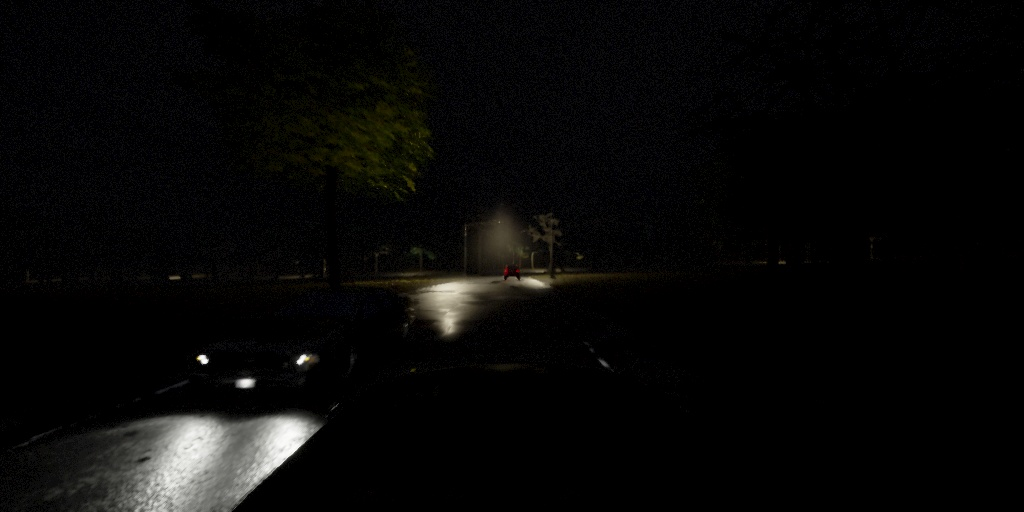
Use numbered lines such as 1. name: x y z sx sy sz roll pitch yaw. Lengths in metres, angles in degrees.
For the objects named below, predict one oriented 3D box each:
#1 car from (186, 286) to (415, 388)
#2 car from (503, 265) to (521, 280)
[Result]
1. car: -3.540 1.347 7.461 2.033 1.411 5.357 0 -1 1
2. car: -0.003 2.224 49.941 2.150 2.045 5.566 0 -2 0
